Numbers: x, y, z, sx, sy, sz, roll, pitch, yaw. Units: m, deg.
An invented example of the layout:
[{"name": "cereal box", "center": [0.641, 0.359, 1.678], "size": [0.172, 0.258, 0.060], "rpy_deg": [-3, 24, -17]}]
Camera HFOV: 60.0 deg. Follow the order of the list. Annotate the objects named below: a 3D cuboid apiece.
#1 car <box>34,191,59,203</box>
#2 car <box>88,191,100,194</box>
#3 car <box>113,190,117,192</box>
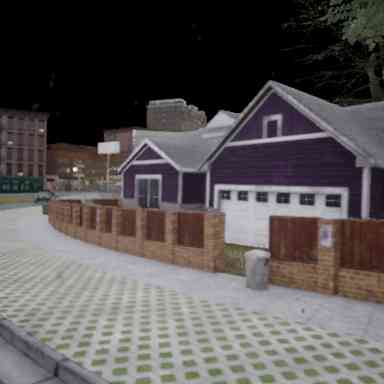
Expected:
[{"name": "car", "center": [-20.990, 0.686, 48.574], "size": [2.097, 1.767, 4.553], "rpy_deg": [2, 1, 3]}, {"name": "car", "center": [-18.503, 0.449, 64.589], "size": [1.994, 1.385, 4.181], "rpy_deg": [2, 2, 17]}, {"name": "car", "center": [-15.479, 0.036, 73.832], "size": [2.128, 1.511, 4.902], "rpy_deg": [2, 3, 23]}]
